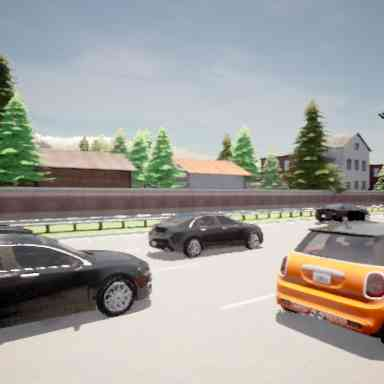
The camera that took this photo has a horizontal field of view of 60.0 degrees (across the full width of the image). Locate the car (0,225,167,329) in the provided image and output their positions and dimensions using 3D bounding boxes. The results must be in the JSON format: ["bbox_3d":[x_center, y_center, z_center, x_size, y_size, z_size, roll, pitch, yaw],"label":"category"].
[{"bbox_3d":[-3.061,1.508,5.862,4.892,1.490,1.837,0,0,-36],"label":"car"}]

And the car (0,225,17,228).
[{"bbox_3d":[-7.973,1.478,10.958,5.008,1.535,1.882,0,0,-36],"label":"car"}]

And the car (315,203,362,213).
[{"bbox_3d":[11.196,1.531,24.636,5.008,1.535,1.882,0,0,-36],"label":"car"}]

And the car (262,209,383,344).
[{"bbox_3d":[3.755,1.367,6.427,4.553,1.767,2.097,0,0,-36],"label":"car"}]

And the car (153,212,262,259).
[{"bbox_3d":[0.663,1.524,12.818,4.892,1.490,1.837,0,0,-36],"label":"car"}]
